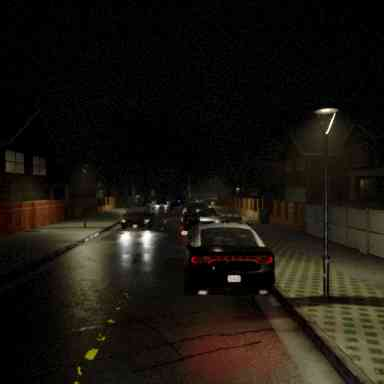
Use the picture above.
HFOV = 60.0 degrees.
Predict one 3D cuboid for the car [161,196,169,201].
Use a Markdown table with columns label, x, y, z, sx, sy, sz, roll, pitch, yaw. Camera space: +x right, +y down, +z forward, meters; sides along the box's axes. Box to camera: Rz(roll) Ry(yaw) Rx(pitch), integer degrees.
| label | x | y | z | sx | sy | sz | roll | pitch | yaw |
| --- | --- | --- | --- | --- | --- | --- | --- | --- | --- |
| car | -7.070 | 1.701 | 86.888 | 1.812 | 1.442 | 4.674 | 0 | 0 | -3 |

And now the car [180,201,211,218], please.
| label | x | y | z | sx | sy | sz | roll | pitch | yaw |
| --- | --- | --- | --- | --- | --- | --- | --- | --- | --- |
| car | 0.454 | 1.492 | 18.769 | 1.882 | 1.535 | 5.008 | 0 | 0 | -2 |

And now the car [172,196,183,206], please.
| label | x | y | z | sx | sy | sz | roll | pitch | yaw |
| --- | --- | --- | --- | --- | --- | --- | --- | --- | --- |
| car | -2.670 | 1.600 | 60.100 | 1.882 | 1.535 | 5.008 | 0 | 0 | -3 |

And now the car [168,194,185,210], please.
| label | x | y | z | sx | sy | sz | roll | pitch | yaw |
| --- | --- | --- | --- | --- | --- | --- | --- | --- | --- |
| car | -1.833 | 1.309 | 45.804 | 2.150 | 2.045 | 5.566 | 0 | 0 | -3 |

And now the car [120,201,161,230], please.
| label | x | y | z | sx | sy | sz | roll | pitch | yaw |
| --- | --- | --- | --- | --- | --- | --- | --- | --- | --- |
| car | -3.367 | 1.571 | 21.637 | 2.033 | 1.411 | 5.357 | 0 | 0 | -3 |

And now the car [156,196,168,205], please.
| label | x | y | z | sx | sy | sz | roll | pitch | yaw |
| --- | --- | --- | --- | --- | --- | --- | --- | --- | --- |
| car | -5.667 | 1.656 | 62.113 | 1.812 | 1.442 | 4.674 | 0 | 0 | -3 |

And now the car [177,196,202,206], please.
| label | x | y | z | sx | sy | sz | roll | pitch | yaw |
| --- | --- | --- | --- | --- | --- | --- | --- | --- | --- |
| car | 0.177 | 1.379 | 24.762 | 2.097 | 1.767 | 4.553 | 0 | 0 | -3 |

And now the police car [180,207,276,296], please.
| label | x | y | z | sx | sy | sz | roll | pitch | yaw |
| --- | --- | --- | --- | --- | --- | --- | --- | --- | --- |
| police car | 0.745 | 1.427 | 8.835 | 1.930 | 1.638 | 5.238 | 0 | 0 | -1 |
